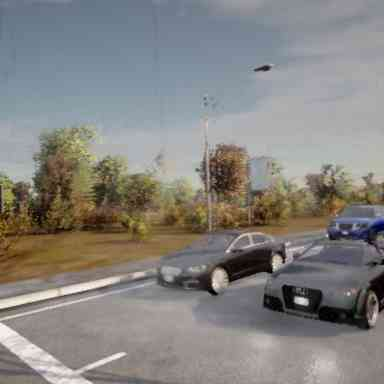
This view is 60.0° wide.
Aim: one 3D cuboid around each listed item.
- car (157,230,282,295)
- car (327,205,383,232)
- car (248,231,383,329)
[{"bbox_3d":[1.104,1.954,10.216,2.128,1.511,4.902,-5,-4,44],"label":"car"},{"bbox_3d":[9.847,1.816,19.263,2.150,2.045,5.566,-5,-4,44],"label":"car"},{"bbox_3d":[3.374,1.823,7.530,1.994,1.385,4.181,-5,-4,44],"label":"car"}]
